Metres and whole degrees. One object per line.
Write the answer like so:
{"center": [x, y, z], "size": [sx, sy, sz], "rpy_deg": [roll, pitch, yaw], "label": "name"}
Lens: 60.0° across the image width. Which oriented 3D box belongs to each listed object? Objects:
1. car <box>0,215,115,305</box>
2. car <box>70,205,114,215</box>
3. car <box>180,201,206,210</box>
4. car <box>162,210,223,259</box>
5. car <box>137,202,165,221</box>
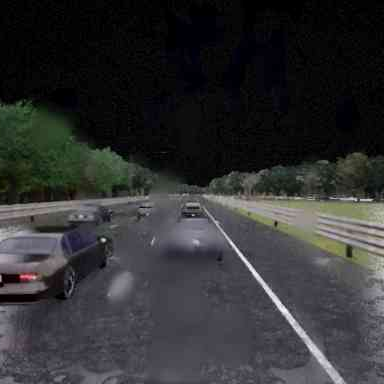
{"center": [-3.436, 1.561, 8.336], "size": [2.033, 1.411, 5.357], "rpy_deg": [0, 0, 1], "label": "car"}
{"center": [-6.929, 1.584, 23.298], "size": [2.033, 1.411, 5.357], "rpy_deg": [1, 0, 0], "label": "car"}
{"center": [0.087, 1.559, 28.301], "size": [1.837, 1.490, 4.892], "rpy_deg": [0, 0, 0], "label": "car"}
{"center": [0.083, 1.585, 12.635], "size": [1.994, 1.385, 4.181], "rpy_deg": [0, 0, 0], "label": "car"}
{"center": [-3.416, 1.545, 28.166], "size": [2.128, 1.511, 4.902], "rpy_deg": [0, 0, 0], "label": "car"}
